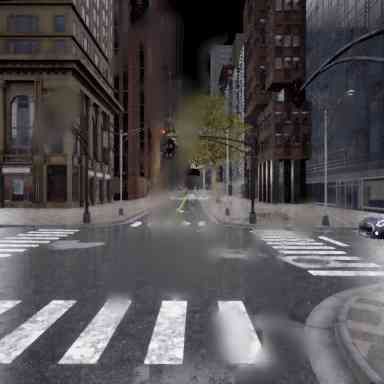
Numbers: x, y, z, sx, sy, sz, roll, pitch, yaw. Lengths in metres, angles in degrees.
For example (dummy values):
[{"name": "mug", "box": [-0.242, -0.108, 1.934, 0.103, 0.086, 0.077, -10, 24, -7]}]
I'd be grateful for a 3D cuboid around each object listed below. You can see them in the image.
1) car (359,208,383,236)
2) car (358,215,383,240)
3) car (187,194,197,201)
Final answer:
[{"name": "car", "box": [11.909, 1.632, 18.368, 4.403, 1.369, 2.008, 0, 0, 0]}, {"name": "car", "box": [10.431, 1.422, 15.743, 4.553, 1.767, 2.097, 0, 0, 1]}, {"name": "car", "box": [0.011, 1.128, 69.113, 1.812, 1.442, 4.674, 0, 1, 0]}]
